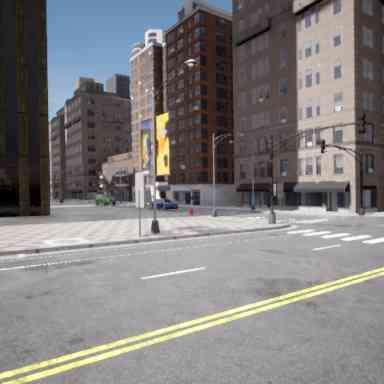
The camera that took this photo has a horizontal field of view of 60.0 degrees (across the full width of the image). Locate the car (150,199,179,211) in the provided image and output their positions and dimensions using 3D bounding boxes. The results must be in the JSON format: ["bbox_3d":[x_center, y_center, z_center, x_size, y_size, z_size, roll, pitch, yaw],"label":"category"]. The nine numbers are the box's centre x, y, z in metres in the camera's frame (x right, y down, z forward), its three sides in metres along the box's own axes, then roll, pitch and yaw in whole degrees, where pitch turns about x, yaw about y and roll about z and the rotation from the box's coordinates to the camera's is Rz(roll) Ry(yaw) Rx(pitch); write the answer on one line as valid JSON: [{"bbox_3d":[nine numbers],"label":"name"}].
[{"bbox_3d":[-3.599,1.617,42.781,1.882,1.535,5.008,-1,1,-35],"label":"car"}]

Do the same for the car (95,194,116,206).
[{"bbox_3d":[-15.640,1.433,60.054,2.150,2.045,5.566,-1,0,-35],"label":"car"}]
